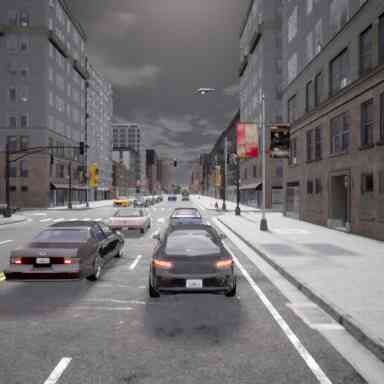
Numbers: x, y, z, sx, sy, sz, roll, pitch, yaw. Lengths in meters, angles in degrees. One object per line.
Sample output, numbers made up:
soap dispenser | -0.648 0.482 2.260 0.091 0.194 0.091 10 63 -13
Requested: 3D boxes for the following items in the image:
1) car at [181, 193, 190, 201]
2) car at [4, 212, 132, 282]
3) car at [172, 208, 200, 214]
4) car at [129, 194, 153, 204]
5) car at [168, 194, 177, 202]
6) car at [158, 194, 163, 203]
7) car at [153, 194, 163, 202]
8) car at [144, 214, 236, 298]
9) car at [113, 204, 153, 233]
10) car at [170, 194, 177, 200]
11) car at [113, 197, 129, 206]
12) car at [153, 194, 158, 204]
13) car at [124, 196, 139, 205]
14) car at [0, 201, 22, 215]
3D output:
car | -1.592 1.612 80.813 1.895 1.301 4.718 0 0 -1
car | -3.313 1.548 9.783 2.033 1.411 5.357 0 0 -1
car | -0.331 1.551 18.031 2.033 1.411 5.357 0 0 -1
car | -7.568 1.508 50.038 2.128 1.511 4.902 0 0 -1
car | -4.833 1.494 80.301 1.882 1.535 5.008 0 0 -1
car | -7.863 1.546 69.261 2.128 1.511 4.902 0 0 -1
car | -8.068 1.362 79.492 2.097 1.767 4.553 0 0 -1
car | -0.037 1.527 8.444 1.812 1.442 4.674 0 0 -2
car | -3.510 1.605 19.448 1.895 1.301 4.718 0 0 -1
car | -5.043 1.388 90.719 1.837 1.490 4.892 0 0 -1
car | -10.851 1.495 51.511 1.882 1.535 5.008 0 0 -1
car | -7.738 1.511 59.391 2.128 1.511 4.902 0 0 -1
car | -11.001 1.545 60.733 1.812 1.442 4.674 0 0 -1
car | -20.066 1.535 33.328 5.357 1.411 2.033 0 0 3
